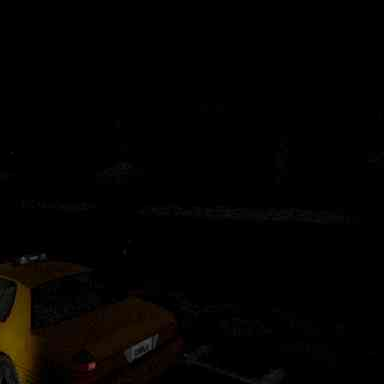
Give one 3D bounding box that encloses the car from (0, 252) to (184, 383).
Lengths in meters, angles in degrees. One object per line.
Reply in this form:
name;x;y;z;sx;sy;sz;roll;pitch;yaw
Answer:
car;-2.375;1.525;4.660;4.829;1.417;1.752;0;0;36
